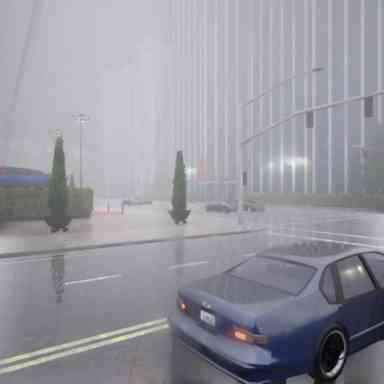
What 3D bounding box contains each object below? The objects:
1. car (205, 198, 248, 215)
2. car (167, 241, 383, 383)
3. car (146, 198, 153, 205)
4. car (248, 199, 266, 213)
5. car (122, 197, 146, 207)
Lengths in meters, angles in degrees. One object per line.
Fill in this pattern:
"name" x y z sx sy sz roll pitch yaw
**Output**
"car" 3.181 1.508 34.447 1.812 1.442 4.674 0 0 -36
"car" 2.243 1.544 5.402 5.357 1.411 2.033 0 0 -35
"car" -8.663 1.527 56.825 2.033 1.411 5.357 0 0 -36
"car" 5.923 1.480 36.628 1.837 1.490 4.892 0 1 -36
"car" -9.396 1.508 51.847 1.812 1.442 4.674 0 0 -36
